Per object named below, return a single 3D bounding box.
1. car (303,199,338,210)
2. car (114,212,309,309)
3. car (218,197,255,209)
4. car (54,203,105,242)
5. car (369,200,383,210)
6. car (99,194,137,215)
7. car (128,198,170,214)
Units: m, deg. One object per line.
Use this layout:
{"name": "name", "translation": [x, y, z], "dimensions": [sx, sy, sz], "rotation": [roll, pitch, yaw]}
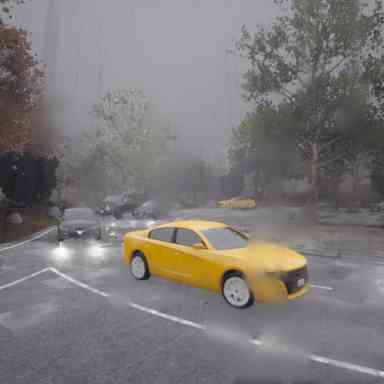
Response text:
{"name": "car", "translation": [16.218, 1.536, 42.054], "dimensions": [4.181, 1.385, 1.994], "rotation": [1, 0, 8]}
{"name": "car", "translation": [0.305, 1.478, 8.160], "dimensions": [5.008, 1.535, 1.882], "rotation": [0, 0, 44]}
{"name": "car", "translation": [5.824, 1.417, 43.746], "dimensions": [5.008, 1.535, 1.882], "rotation": [-1, 0, -21]}
{"name": "car", "translation": [-5.647, 1.506, 16.580], "dimensions": [1.837, 1.490, 4.892], "rotation": [0, 0, -20]}
{"name": "car", "translation": [24.902, 1.618, 42.395], "dimensions": [4.181, 1.385, 1.994], "rotation": [1, 0, 33]}
{"name": "car", "translation": [-6.477, 1.224, 29.195], "dimensions": [2.150, 2.045, 5.566], "rotation": [0, 0, 15]}
{"name": "car", "translation": [-3.346, 1.507, 28.601], "dimensions": [1.837, 1.490, 4.892], "rotation": [-1, 0, 17]}
